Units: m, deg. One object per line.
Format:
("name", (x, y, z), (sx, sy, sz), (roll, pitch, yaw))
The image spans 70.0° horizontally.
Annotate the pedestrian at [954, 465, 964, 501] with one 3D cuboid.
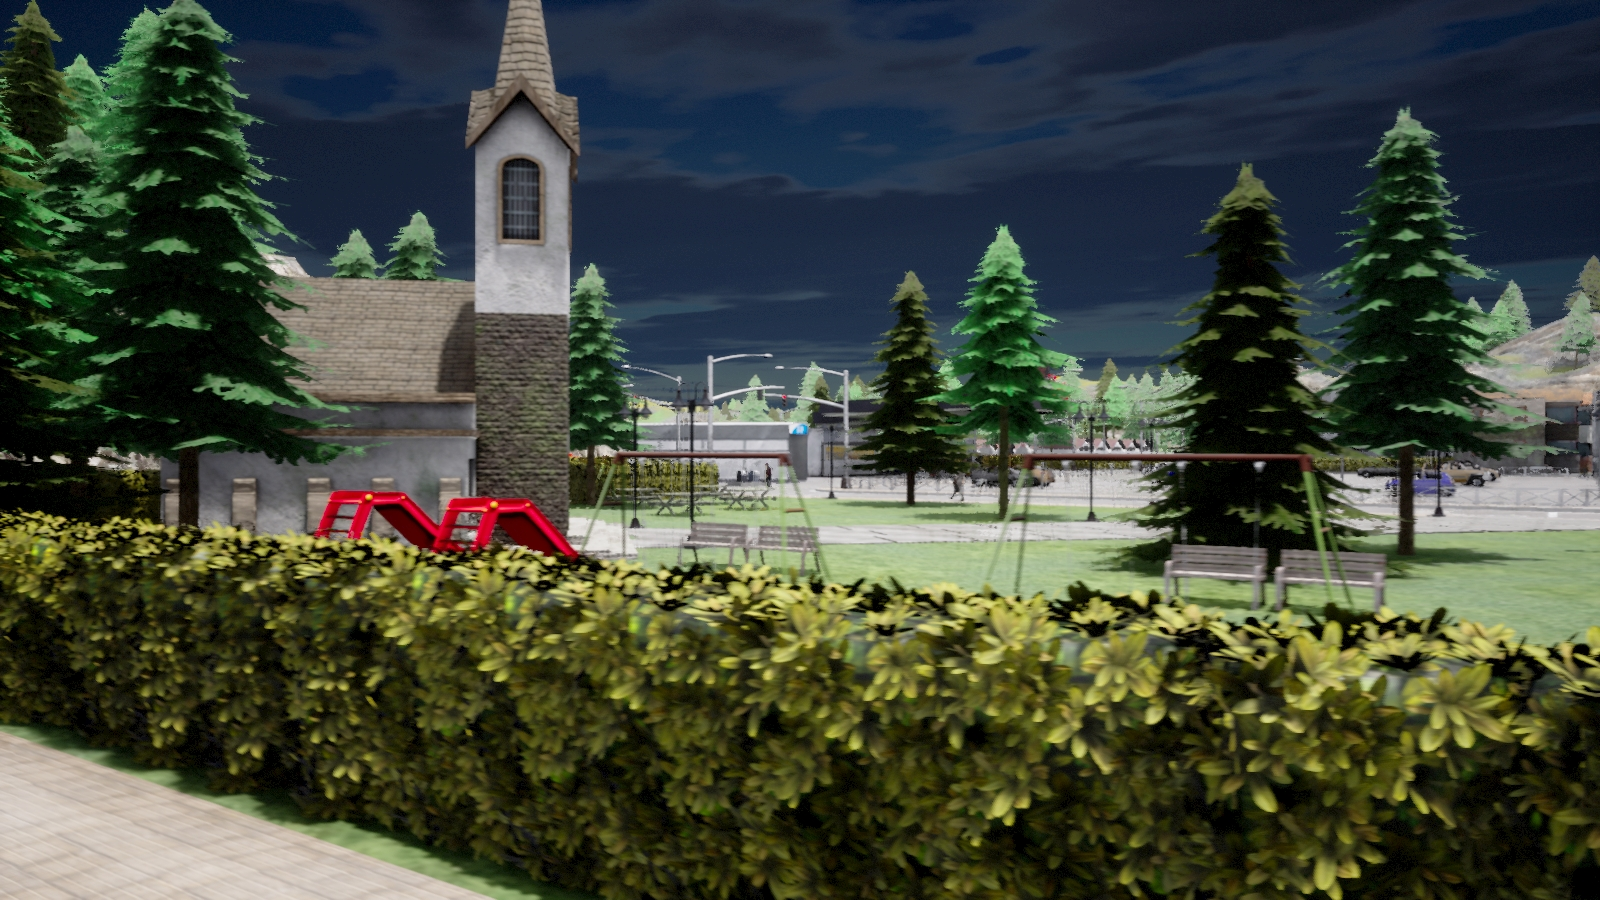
("pedestrian", (8.254, 1.696, 59.292), (0.375, 1.860, 0.375), (0, 0, 36))
